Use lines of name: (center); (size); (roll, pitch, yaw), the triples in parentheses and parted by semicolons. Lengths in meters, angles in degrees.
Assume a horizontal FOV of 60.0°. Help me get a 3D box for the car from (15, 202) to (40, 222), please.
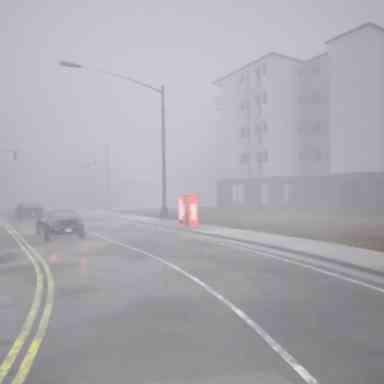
car: (-13.746, 1.607, 28.137); (1.882, 1.535, 5.008); (-1, 0, -32)

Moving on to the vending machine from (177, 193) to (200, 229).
vending machine: (-0.200, 1.146, 20.354); (1.100, 2.100, 0.880); (-1, 0, -32)

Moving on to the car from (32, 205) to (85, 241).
car: (-6.827, 1.582, 17.136); (1.812, 1.442, 4.674); (-1, 0, -32)
